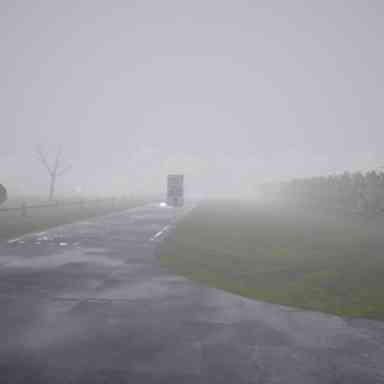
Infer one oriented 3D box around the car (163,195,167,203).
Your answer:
[{"bbox_3d":[-3.469,1.033,53.416,1.895,1.301,4.718,1,1,4],"label":"car"}]
